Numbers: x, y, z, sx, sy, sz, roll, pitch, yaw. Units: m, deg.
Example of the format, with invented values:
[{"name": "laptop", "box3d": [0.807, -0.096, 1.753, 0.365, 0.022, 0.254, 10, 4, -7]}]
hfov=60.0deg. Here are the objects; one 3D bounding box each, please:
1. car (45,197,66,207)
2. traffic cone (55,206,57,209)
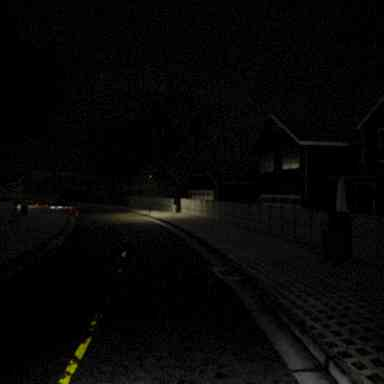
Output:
[{"name": "car", "box3d": [-20.422, 1.472, 49.751, 1.994, 1.385, 4.181, 0, 0, -40]}, {"name": "traffic cone", "box3d": [-17.517, 1.880, 42.845, 0.340, 0.580, 0.340, 0, 0, -34]}]
